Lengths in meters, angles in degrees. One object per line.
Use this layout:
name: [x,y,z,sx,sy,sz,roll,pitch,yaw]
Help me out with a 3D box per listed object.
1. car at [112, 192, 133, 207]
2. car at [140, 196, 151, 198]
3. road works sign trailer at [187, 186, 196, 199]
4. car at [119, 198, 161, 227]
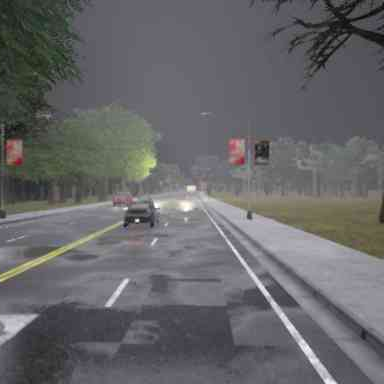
car: [-10.014,1.027,48.569,2.150,2.045,5.566,0,0,0]
car: [-6.764,1.282,48.041,1.882,1.535,5.008,0,0,0]
road works sign trailer: [-0.167,0.122,86.579,2.380,3.560,2.880,0,0,0]
car: [-3.213,1.411,21.842,1.837,1.490,4.892,0,0,0]
